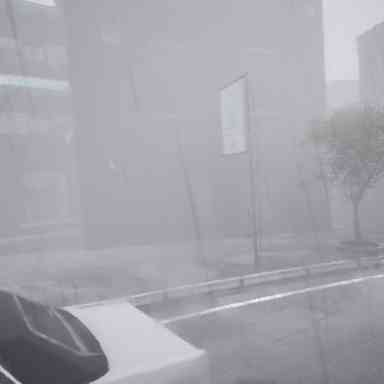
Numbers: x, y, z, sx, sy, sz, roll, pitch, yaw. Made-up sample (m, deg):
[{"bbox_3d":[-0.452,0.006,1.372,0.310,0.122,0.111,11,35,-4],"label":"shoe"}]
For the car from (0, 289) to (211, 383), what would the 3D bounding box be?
[{"bbox_3d":[-2.258,1.579,2.271,4.718,1.301,1.895,0,1,-35],"label":"car"}]
